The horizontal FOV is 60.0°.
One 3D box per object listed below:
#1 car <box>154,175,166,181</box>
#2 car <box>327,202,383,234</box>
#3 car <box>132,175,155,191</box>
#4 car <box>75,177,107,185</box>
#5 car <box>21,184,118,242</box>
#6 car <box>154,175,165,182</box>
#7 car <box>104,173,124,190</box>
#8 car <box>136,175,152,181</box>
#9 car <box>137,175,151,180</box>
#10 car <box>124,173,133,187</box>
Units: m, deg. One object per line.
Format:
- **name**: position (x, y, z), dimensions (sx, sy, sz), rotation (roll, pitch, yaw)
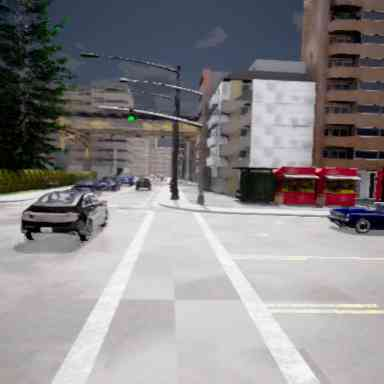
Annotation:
- **car**: position (-8.498, -3.720, 87.657), dimensions (1.853, 1.218, 4.536), rotation (1, 3, -24)
- **car**: position (8.699, 1.137, 14.993), dimensions (4.718, 1.301, 1.895), rotation (2, 3, -4)
- **car**: position (-6.088, -1.014, 42.376), dimensions (1.837, 1.490, 4.892), rotation (2, 3, -4)
- **car**: position (-8.897, -0.292, 28.263), dimensions (1.994, 1.385, 4.181), rotation (2, 3, -3)
- **car**: position (-4.171, 0.698, 11.625), dimensions (2.128, 1.511, 4.902), rotation (2, 3, -4)
- **car**: position (-8.482, -3.560, 87.618), dimensions (2.038, 1.542, 4.974), rotation (1, 3, -24)
- **car**: position (-9.498, -1.055, 38.203), dimensions (2.097, 1.767, 4.553), rotation (2, 3, -3)
- **car**: position (-12.651, -3.698, 87.660), dimensions (2.038, 1.542, 4.974), rotation (3, 3, 21)
- **car**: position (-12.627, -3.858, 87.700), dimensions (1.853, 1.218, 4.536), rotation (3, 3, 21)
- **car**: position (-10.338, -1.968, 52.386), dimensions (2.150, 2.045, 5.566), rotation (2, 3, -3)
